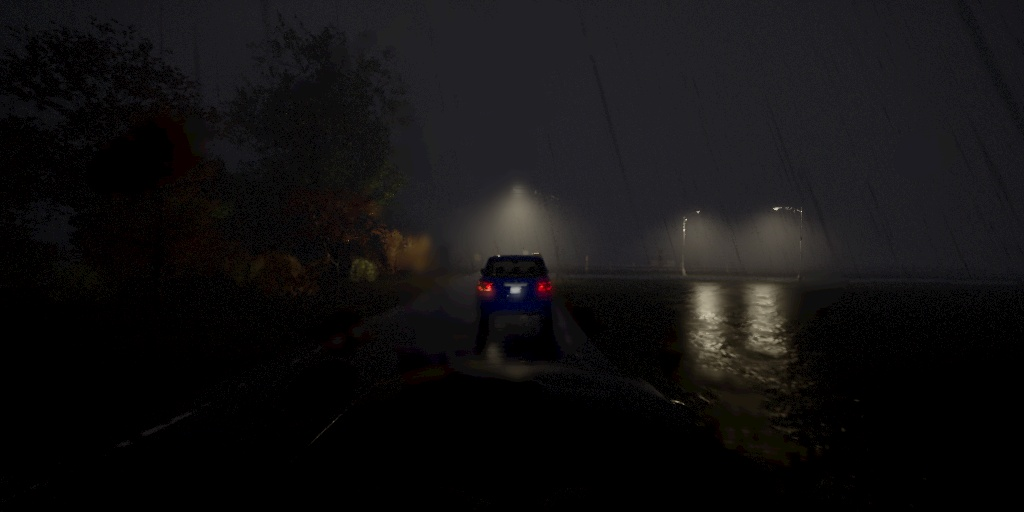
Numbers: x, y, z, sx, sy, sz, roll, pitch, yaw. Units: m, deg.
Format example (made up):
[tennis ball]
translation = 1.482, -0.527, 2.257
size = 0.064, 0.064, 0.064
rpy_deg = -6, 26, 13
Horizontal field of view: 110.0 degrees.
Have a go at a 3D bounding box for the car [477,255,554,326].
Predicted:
[car]
translation = 0.102, 0.997, 11.893
size = 2.150, 2.045, 5.566
rpy_deg = 0, -1, 0
